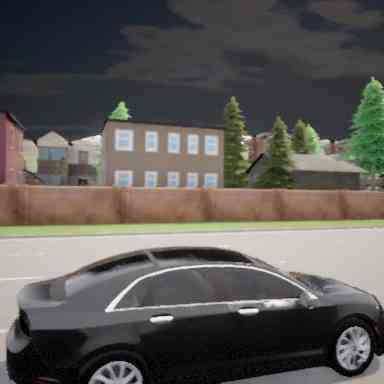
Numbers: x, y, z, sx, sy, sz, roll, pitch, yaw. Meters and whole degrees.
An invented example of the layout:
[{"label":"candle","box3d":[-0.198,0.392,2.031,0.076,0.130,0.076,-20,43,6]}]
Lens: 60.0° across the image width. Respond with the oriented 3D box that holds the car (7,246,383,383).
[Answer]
[{"label":"car","box3d":[0.311,1.520,4.473,4.892,1.490,1.837,1,0,-18]}]
